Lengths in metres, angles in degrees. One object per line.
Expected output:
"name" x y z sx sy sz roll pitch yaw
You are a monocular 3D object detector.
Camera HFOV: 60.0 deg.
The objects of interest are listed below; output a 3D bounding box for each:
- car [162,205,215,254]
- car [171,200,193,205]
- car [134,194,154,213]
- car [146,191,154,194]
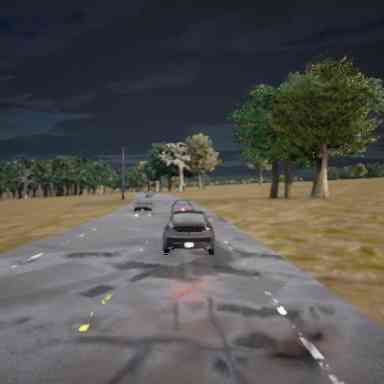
"car" -0.153 1.480 13.357 1.837 1.490 4.892 0 0 -2
"car" -0.878 1.395 29.082 1.994 1.385 4.181 0 1 -3
"car" -4.937 1.302 34.589 2.033 1.411 5.357 0 1 -4
"car" -9.545 0.498 75.096 1.837 1.490 4.892 0 1 -9
